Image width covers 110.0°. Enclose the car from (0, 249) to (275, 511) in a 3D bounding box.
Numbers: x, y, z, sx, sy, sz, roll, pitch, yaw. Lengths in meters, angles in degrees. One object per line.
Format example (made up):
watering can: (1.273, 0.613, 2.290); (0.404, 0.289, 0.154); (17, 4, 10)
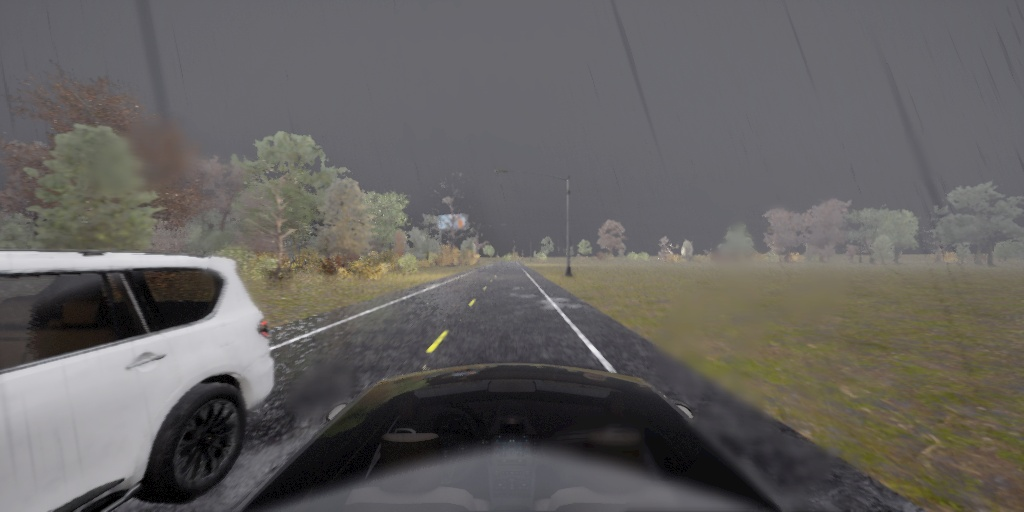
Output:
car: (-3.598, 0.971, 1.503); (2.150, 2.045, 5.566); (0, 0, 0)
